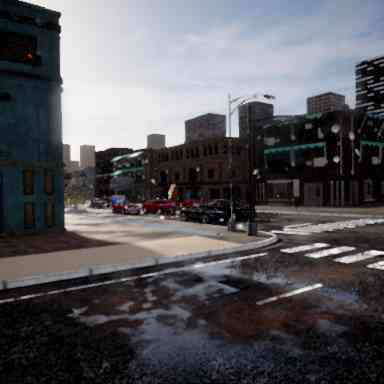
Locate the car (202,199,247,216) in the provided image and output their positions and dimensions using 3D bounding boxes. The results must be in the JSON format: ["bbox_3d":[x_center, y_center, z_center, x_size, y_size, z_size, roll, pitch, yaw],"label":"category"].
[{"bbox_3d":[2.984,1.461,31.674,1.994,1.385,4.181,-2,0,-35],"label":"car"}]

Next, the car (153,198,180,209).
[{"bbox_3d":[-3.506,1.577,45.351,1.802,1.307,4.206,-3,1,-35],"label":"car"}]

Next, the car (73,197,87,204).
[{"bbox_3d":[-25.894,1.971,76.975,1.947,1.339,4.313,-3,1,-35],"label":"car"}]

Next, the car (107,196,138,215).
[{"bbox_3d":[-7.149,1.597,35.988,1.967,1.590,4.097,-3,1,-35],"label":"car"}]

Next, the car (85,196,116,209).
[{"bbox_3d":[-13.772,1.745,49.939,2.128,1.511,4.902,-2,0,-35],"label":"car"}]

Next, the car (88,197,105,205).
[{"bbox_3d":[-19.498,1.836,67.939,1.887,1.381,4.507,-3,1,-35],"label":"car"}]

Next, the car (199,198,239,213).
[{"bbox_3d":[2.888,1.422,36.315,2.008,1.369,4.403,-3,1,-35],"label":"car"}]

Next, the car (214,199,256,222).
[{"bbox_3d":[2.875,1.410,26.332,1.882,1.535,5.008,-2,0,-35],"label":"car"}]

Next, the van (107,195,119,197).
[{"bbox_3d":[-13.109,1.516,58.902,1.690,1.788,3.998,-3,1,-35],"label":"van"}]

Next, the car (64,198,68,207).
[{"bbox_3d":[-23.038,1.980,58.439,1.752,1.417,4.829,-3,1,-35],"label":"car"}]

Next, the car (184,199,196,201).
[{"bbox_3d":[-0.309,1.516,40.834,1.802,1.307,4.206,-3,1,-35],"label":"car"}]

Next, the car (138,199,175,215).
[{"bbox_3d":[-3.519,1.536,35.362,1.882,1.535,5.008,-2,0,-35],"label":"car"}]

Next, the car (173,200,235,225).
[{"bbox_3d":[0.774,1.568,24.594,1.947,1.339,4.313,-3,1,-35],"label":"car"}]
